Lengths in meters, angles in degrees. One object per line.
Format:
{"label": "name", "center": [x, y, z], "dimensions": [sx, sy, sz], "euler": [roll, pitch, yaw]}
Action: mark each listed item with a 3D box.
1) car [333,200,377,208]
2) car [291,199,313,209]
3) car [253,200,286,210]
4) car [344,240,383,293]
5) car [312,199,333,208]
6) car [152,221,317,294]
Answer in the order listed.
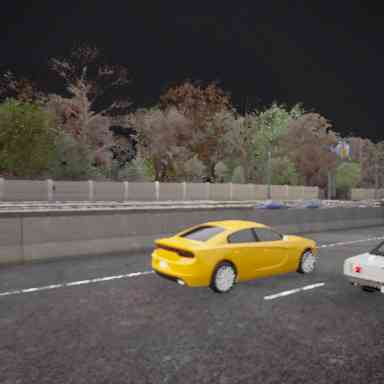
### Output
{"label": "car", "center": [16.528, 1.606, 32.961], "dimensions": [4.553, 1.767, 2.097], "euler": [1, 0, -35]}
{"label": "car", "center": [13.898, 1.620, 39.679], "dimensions": [4.553, 1.767, 2.097], "euler": [0, 0, -35]}
{"label": "car", "center": [9.644, 1.772, 40.946], "dimensions": [4.674, 1.442, 1.812], "euler": [1, 0, -35]}
{"label": "car", "center": [5.677, 1.670, 7.794], "dimensions": [4.718, 1.301, 1.895], "euler": [1, 0, -35]}
{"label": "car", "center": [16.068, 1.763, 36.930], "dimensions": [4.902, 1.511, 2.128], "euler": [1, 0, -35]}
{"label": "car", "center": [1.364, 1.525, 9.015], "dimensions": [5.008, 1.535, 1.882], "euler": [1, 0, -36]}
